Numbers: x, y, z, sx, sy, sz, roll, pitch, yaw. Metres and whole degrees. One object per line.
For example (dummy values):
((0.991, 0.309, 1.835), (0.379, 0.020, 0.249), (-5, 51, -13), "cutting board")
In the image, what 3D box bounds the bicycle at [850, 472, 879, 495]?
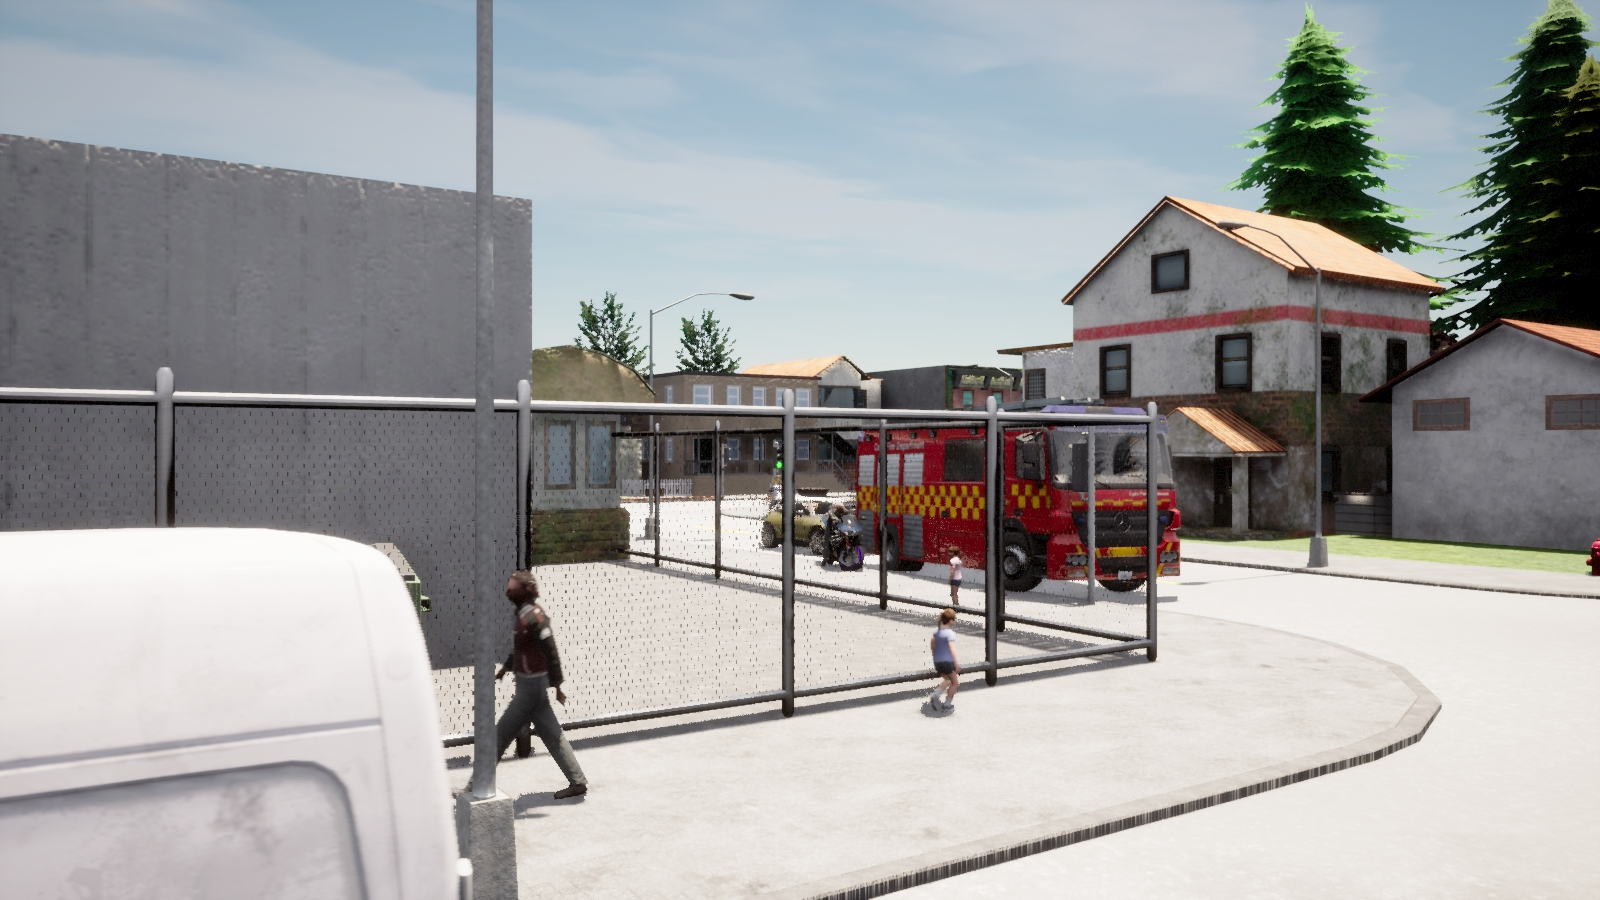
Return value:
((3.714, 1.940, 65.827), (1.835, 1.271, 0.329), (0, 0, -33), "bicycle")

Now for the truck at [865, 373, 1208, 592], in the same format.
((4.551, 0.675, 24.435), (2.891, 3.827, 8.468), (1, -2, -23), "truck")

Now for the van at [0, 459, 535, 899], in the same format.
((-3.671, 1.314, 2.017), (5.915, 2.561, 1.988), (0, 0, -33), "van")

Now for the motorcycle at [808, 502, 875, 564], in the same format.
((0.923, 1.872, 26.186), (0.867, 1.251, 2.209), (0, 0, -17), "motorcycle")

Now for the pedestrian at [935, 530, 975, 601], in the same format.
((2.565, 1.895, 18.891), (0.500, 1.100, 0.500), (0, 0, 34), "pedestrian")

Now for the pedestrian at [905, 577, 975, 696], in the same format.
((1.433, 1.896, 11.719), (0.500, 1.100, 0.500), (0, 0, -32), "pedestrian")

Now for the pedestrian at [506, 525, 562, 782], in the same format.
((-2.020, 1.517, 8.658), (0.375, 1.860, 0.375), (0, 0, -19), "pedestrian")
